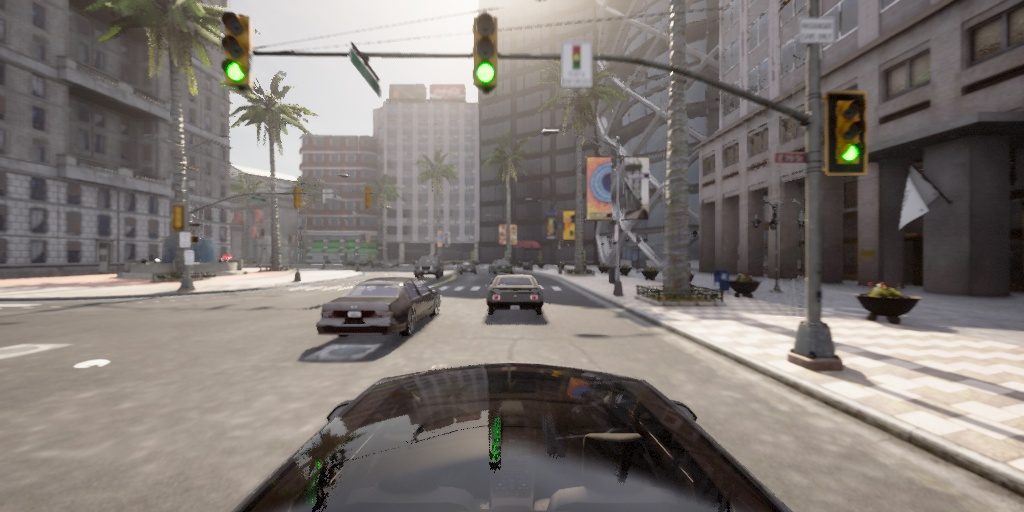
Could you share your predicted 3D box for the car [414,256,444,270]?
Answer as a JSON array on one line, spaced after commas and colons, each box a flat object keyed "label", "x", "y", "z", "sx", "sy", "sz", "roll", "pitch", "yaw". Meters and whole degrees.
[{"label": "car", "x": -7.456, "y": 0.997, "z": 32.628, "sx": 2.150, "sy": 2.045, "sz": 5.566, "roll": 0, "pitch": 0, "yaw": -6}]

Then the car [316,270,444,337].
[{"label": "car", "x": -3.396, "y": 1.304, "z": 10.239, "sx": 2.033, "sy": 1.411, "sz": 5.357, "roll": 0, "pitch": 0, "yaw": 0}]

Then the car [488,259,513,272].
[{"label": "car", "x": -1.327, "y": 1.133, "z": 39.366, "sx": 2.097, "sy": 1.767, "sz": 4.553, "roll": 0, "pitch": 0, "yaw": -12}]

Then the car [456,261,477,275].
[{"label": "car", "x": -5.208, "y": 1.308, "z": 40.639, "sx": 1.812, "sy": 1.442, "sz": 4.674, "roll": 0, "pitch": 0, "yaw": -16}]

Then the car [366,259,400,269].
[{"label": "car", "x": -20.519, "y": 1.289, "z": 56.814, "sx": 4.902, "sy": 1.511, "sz": 2.128, "roll": 0, "pitch": 0, "yaw": 39}]

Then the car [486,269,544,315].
[{"label": "car", "x": 0.105, "y": 1.361, "z": 13.676, "sx": 1.895, "sy": 1.301, "sz": 4.718, "roll": 0, "pitch": 0, "yaw": 0}]
